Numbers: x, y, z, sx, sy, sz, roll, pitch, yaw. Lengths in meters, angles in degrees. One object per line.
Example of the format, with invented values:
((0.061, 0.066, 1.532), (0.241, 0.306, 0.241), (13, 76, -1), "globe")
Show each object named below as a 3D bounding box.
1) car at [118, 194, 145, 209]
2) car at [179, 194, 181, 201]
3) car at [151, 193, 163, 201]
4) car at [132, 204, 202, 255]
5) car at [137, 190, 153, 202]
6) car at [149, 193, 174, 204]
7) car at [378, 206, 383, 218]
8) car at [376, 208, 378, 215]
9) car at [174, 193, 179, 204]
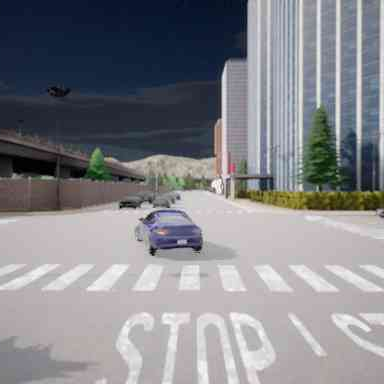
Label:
((-6.986, 1.255, 37.840), (1.895, 1.301, 4.718), (0, 1, 1), "car")
((-3.253, 0.875, 66.037), (1.882, 1.535, 5.008), (0, 0, 0), "car")
((-6.759, 0.972, 64.891), (1.994, 1.385, 4.181), (0, 0, 0), "car")
((-0.986, 1.410, 12.792), (1.812, 1.442, 4.674), (0, 0, -17), "car")
((-6.900, 0.766, 49.614), (2.150, 2.045, 5.566), (0, 1, 2), "car")
((-3.449, 1.153, 38.519), (1.837, 1.490, 4.892), (0, 1, 0), "car")
((15.984, 1.076, 22.147), (5.566, 2.045, 2.150), (0, 1, 0), "car")
((16.719, 1.348, 25.636), (4.674, 1.442, 1.812), (0, 1, 0), "car")
((-3.404, 1.056, 49.355), (1.837, 1.490, 4.892), (0, 0, 0), "car")
